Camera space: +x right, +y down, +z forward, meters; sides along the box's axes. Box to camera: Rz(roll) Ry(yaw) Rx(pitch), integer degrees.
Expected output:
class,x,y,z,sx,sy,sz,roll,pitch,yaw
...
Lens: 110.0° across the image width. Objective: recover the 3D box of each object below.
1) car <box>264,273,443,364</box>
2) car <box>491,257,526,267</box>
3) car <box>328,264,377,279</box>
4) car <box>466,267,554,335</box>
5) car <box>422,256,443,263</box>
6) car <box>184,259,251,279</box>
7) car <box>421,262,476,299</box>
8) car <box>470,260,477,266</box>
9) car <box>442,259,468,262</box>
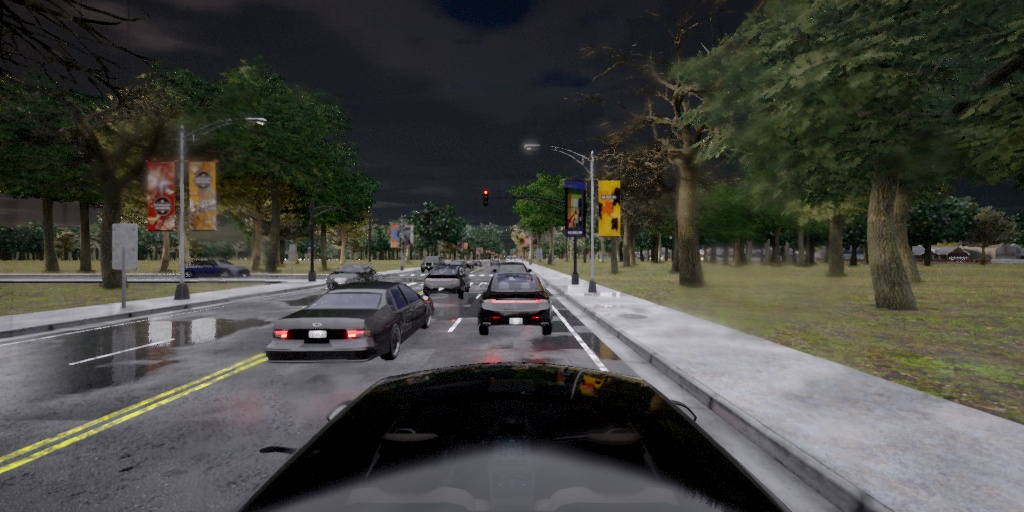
class,x,y,z,sx,sy,sz,roll,pitch,yaw
car,-3.156,1.298,8.238,2.033,1.411,5.357,0,0,-1
car,0.018,1.105,19.421,2.097,1.767,4.553,0,0,0
car,-9.880,1.246,22.502,2.128,1.511,4.902,0,0,-6
car,0.079,1.242,10.447,2.128,1.511,4.902,0,0,0
car,-9.946,0.987,45.486,2.150,2.045,5.566,0,0,0
car,-24.503,1.083,29.884,4.553,1.767,2.097,0,0,0
car,-3.180,1.244,18.080,2.128,1.511,4.902,0,0,-2
car,-6.725,1.373,53.288,1.895,1.301,4.718,0,0,0
car,-6.705,1.312,43.700,2.033,1.411,5.357,0,0,0
